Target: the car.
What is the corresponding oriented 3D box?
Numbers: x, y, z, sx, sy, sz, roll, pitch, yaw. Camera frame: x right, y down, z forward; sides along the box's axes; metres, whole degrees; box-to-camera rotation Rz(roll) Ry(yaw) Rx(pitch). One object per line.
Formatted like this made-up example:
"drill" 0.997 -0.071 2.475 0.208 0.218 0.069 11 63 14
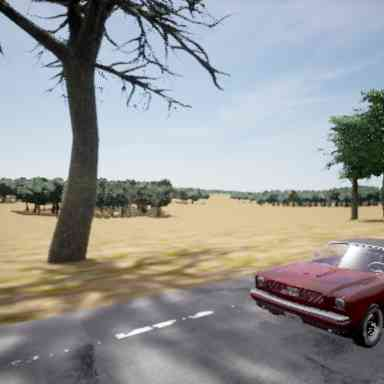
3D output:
"car" 3.341 1.635 6.461 4.718 1.301 1.895 0 0 -36
